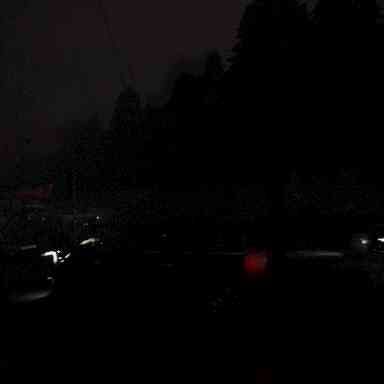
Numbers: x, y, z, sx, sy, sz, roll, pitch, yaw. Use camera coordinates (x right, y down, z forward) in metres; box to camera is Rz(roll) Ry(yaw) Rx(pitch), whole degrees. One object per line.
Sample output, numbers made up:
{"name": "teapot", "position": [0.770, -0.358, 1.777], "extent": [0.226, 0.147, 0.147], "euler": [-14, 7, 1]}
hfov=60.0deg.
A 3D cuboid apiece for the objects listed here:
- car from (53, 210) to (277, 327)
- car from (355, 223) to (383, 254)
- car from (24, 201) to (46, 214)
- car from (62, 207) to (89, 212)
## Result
{"name": "car", "position": [-0.612, 1.362, 7.006], "extent": [4.553, 1.767, 2.097], "euler": [-1, 0, 20]}
{"name": "car", "position": [8.142, 1.406, 11.410], "extent": [4.892, 1.490, 1.837], "euler": [0, 2, -8]}
{"name": "car", "position": [-19.102, 1.800, 40.117], "extent": [1.812, 1.442, 4.674], "euler": [-1, 0, -33]}
{"name": "car", "position": [-7.688, 1.715, 22.365], "extent": [1.895, 1.301, 4.718], "euler": [-1, 0, -33]}
